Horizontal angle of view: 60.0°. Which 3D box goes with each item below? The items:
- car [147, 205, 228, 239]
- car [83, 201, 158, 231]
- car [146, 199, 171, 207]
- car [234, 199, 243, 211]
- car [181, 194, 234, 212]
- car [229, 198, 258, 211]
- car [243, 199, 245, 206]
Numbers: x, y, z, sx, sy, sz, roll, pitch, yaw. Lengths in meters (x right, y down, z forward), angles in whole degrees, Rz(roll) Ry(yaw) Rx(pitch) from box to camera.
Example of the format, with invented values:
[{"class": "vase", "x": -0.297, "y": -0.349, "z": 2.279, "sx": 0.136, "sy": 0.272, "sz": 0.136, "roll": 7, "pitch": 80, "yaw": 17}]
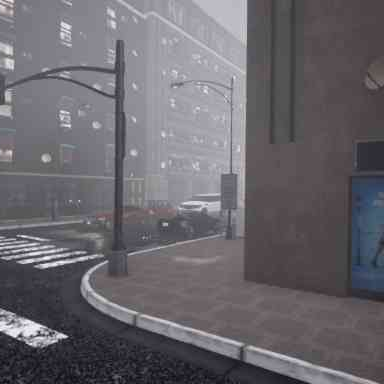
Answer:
[{"class": "car", "x": -0.081, "y": 1.599, "z": 17.733, "sx": 1.947, "sy": 1.339, "sz": 4.313, "roll": 1, "pitch": 1, "yaw": 35}, {"class": "car", "x": -4.530, "y": 1.487, "z": 20.820, "sx": 1.812, "sy": 1.442, "sz": 4.674, "roll": 1, "pitch": 1, "yaw": 35}, {"class": "car", "x": -3.322, "y": 1.362, "z": 26.830, "sx": 1.967, "sy": 1.590, "sz": 4.097, "roll": 1, "pitch": 1, "yaw": 35}, {"class": "car", "x": 3.096, "y": 1.223, "z": 35.979, "sx": 2.192, "sy": 1.841, "sz": 5.009, "roll": 1, "pitch": 1, "yaw": 35}, {"class": "car", "x": 1.144, "y": 1.171, "z": 28.905, "sx": 2.150, "sy": 2.045, "sz": 5.566, "roll": 1, "pitch": 1, "yaw": 35}, {"class": "car", "x": 6.302, "y": 1.483, "z": 40.556, "sx": 1.802, "sy": 1.307, "sz": 4.206, "roll": 1, "pitch": 1, "yaw": 35}, {"class": "car", "x": 7.017, "y": 1.289, "z": 37.261, "sx": 2.097, "sy": 1.767, "sz": 4.553, "roll": 1, "pitch": 1, "yaw": 35}]
